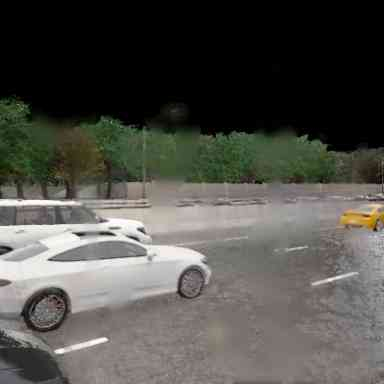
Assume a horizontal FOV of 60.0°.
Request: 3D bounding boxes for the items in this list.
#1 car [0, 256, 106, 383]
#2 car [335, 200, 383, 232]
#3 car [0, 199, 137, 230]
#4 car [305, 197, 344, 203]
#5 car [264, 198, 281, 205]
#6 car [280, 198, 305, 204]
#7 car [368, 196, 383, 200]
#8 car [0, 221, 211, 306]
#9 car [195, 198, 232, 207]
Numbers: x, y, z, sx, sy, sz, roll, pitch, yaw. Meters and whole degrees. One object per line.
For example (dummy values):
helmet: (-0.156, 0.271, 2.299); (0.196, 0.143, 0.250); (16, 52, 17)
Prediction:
car: (-3.139, 1.504, 1.629); (4.892, 1.490, 1.837); (0, 0, -36)
car: (11.114, 1.495, 20.212); (5.008, 1.535, 1.882); (0, 0, -35)
car: (-3.919, 1.223, 9.546); (5.566, 2.045, 2.150); (0, 0, -35)
car: (14.764, 1.379, 35.859); (4.553, 1.767, 2.097); (0, 0, -35)
car: (11.070, 1.518, 41.816); (4.902, 1.511, 2.128); (0, 0, -35)
car: (13.086, 1.518, 38.956); (4.902, 1.511, 2.128); (0, 0, -35)
car: (35.259, 1.375, 62.873); (4.718, 1.301, 1.895); (-1, 1, -35)
car: (-1.772, 1.527, 6.777); (4.674, 1.442, 1.812); (0, 0, -35)
car: (2.587, 1.512, 40.132); (4.902, 1.511, 2.128); (0, 0, -35)
